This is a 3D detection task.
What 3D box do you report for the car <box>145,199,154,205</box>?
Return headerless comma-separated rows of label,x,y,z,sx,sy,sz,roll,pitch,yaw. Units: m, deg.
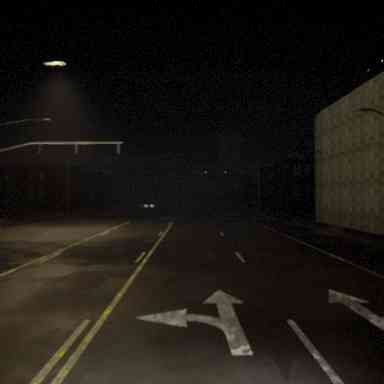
car,-10.473,2.445,82.149,1.895,1.301,4.718,0,-1,0
